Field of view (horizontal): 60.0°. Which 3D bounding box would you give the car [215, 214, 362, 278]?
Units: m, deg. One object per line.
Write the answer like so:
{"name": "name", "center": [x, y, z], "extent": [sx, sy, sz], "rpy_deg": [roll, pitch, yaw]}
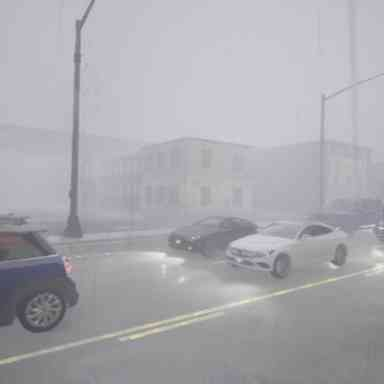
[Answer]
{"name": "car", "center": [3.199, 1.624, 10.570], "extent": [4.674, 1.442, 1.812], "rpy_deg": [1, 0, -35]}

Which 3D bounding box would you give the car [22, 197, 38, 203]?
{"name": "car", "center": [-36.995, 1.762, 76.049], "extent": [1.853, 1.218, 4.536], "rpy_deg": [1, -1, -5]}

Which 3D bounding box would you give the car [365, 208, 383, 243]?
{"name": "car", "center": [10.762, 1.656, 15.956], "extent": [4.902, 1.511, 2.128], "rpy_deg": [1, 0, -35]}

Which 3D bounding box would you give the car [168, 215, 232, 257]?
{"name": "car", "center": [1.117, 1.662, 13.384], "extent": [4.181, 1.385, 1.994], "rpy_deg": [1, 0, -36]}

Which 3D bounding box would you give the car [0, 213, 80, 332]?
{"name": "car", "center": [-4.274, 1.350, 5.242], "extent": [4.553, 1.767, 2.097], "rpy_deg": [1, 0, -35]}

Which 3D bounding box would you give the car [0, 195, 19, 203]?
{"name": "car", "center": [-40.722, 1.843, 75.924], "extent": [4.974, 1.542, 2.038], "rpy_deg": [1, -1, 25]}

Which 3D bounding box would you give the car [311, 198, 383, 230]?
{"name": "car", "center": [8.947, 1.389, 18.952], "extent": [5.566, 2.045, 2.150], "rpy_deg": [0, 0, -35]}

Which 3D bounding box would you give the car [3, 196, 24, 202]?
{"name": "car", "center": [-40.766, 1.685, 75.947], "extent": [4.536, 1.218, 1.853], "rpy_deg": [1, -1, 25]}

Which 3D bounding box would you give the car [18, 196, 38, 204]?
{"name": "car", "center": [-36.993, 1.919, 75.995], "extent": [2.038, 1.542, 4.974], "rpy_deg": [1, -1, -5]}
